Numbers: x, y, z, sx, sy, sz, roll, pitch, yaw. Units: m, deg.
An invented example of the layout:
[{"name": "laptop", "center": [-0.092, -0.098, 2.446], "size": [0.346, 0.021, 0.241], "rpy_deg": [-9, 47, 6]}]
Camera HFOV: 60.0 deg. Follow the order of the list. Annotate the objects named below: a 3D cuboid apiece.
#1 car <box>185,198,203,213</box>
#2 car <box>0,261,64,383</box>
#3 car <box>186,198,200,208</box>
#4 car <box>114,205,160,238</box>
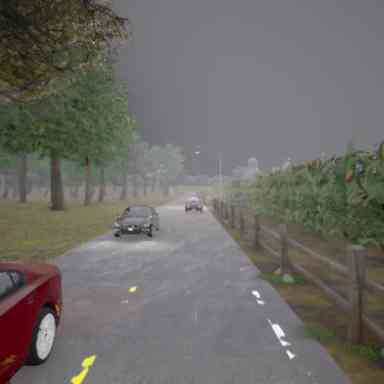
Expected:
[{"name": "car", "center": [0.198, 1.506, 35.956], "size": [1.895, 1.301, 4.718], "rpy_deg": [0, 0, 0]}, {"name": "car", "center": [-2.843, 1.467, 2.938], "size": [1.882, 1.535, 5.008], "rpy_deg": [0, 0, 0]}, {"name": "car", "center": [0.150, 1.480, 47.006], "size": [1.895, 1.301, 4.718], "rpy_deg": [0, 0, 0]}, {"name": "car", "center": [-2.783, 1.457, 17.574], "size": [1.837, 1.490, 4.892], "rpy_deg": [0, 0, 0]}]
